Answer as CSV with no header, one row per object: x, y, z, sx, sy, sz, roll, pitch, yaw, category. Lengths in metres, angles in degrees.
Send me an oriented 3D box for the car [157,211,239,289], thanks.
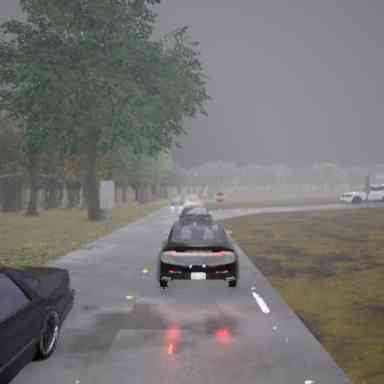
0.148,1.511,9.235,2.128,1.511,4.902,0,0,0,car

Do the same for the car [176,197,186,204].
-2.352,1.739,71.226,1.837,1.490,4.892,0,0,0,car

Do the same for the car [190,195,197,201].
0.513,1.672,91.681,1.812,1.442,4.674,0,0,0,car

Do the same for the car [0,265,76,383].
-2.833,1.553,3.213,2.033,1.411,5.357,0,0,0,car

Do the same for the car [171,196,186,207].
-2.512,1.699,56.494,1.812,1.442,4.674,0,0,1,car

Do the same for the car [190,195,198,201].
0.454,1.751,81.261,1.882,1.535,5.008,0,0,0,car

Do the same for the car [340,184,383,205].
19.383,0.282,36.656,5.566,2.045,2.150,-3,0,1,car

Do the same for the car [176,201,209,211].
0.185,1.523,19.537,1.882,1.535,5.008,0,0,0,car
